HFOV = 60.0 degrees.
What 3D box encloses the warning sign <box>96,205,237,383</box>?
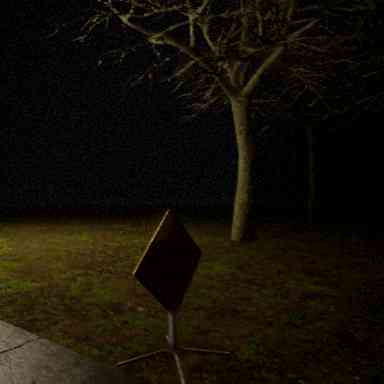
[{"bbox_3d":[-0.261,1.140,4.086,1.060,1.860,1.300,-3,0,35],"label":"warning sign"}]
